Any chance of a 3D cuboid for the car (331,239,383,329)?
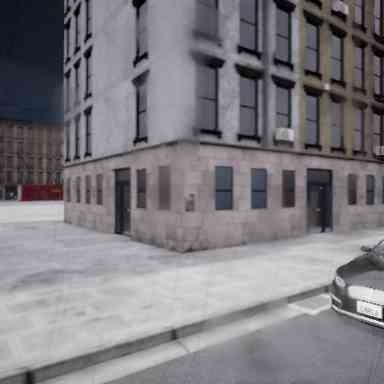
[{"bbox_3d":[4.625,1.463,6.349,4.902,1.511,2.128,0,0,-35],"label":"car"}]
